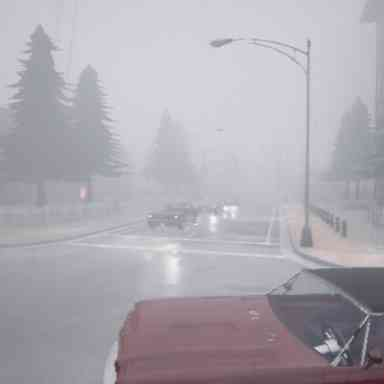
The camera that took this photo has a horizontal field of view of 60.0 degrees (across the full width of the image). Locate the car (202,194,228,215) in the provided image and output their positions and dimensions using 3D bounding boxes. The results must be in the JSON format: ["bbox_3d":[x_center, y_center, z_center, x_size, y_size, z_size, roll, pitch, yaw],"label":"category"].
[{"bbox_3d":[1.638,1.130,29.091,1.812,1.442,4.674,1,1,15],"label":"car"}]

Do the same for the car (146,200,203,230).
[{"bbox_3d":[-0.955,1.326,19.210,1.895,1.301,4.718,1,1,15],"label":"car"}]

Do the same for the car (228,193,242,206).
[{"bbox_3d":[5.236,0.934,42.536,2.128,1.511,4.902,1,1,15],"label":"car"}]

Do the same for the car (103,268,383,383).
[{"bbox_3d":[1.528,1.553,3.433,4.718,1.301,1.895,0,1,-5],"label":"car"}]
